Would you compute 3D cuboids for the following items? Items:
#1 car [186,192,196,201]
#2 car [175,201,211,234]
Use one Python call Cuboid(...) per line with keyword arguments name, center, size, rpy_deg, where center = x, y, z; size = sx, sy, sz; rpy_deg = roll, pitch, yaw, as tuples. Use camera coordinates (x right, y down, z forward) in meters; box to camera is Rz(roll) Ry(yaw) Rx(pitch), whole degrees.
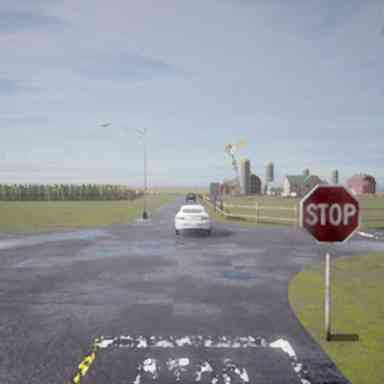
Cuboid(name="car", center=(-0.206, 1.104, 71.573), size=(2.150, 2.045, 5.566), rpy_deg=(0, 0, 0))
Cuboid(name="car", center=(0.046, 1.467, 18.695), size=(1.812, 1.442, 4.674), rpy_deg=(0, 0, 0))
